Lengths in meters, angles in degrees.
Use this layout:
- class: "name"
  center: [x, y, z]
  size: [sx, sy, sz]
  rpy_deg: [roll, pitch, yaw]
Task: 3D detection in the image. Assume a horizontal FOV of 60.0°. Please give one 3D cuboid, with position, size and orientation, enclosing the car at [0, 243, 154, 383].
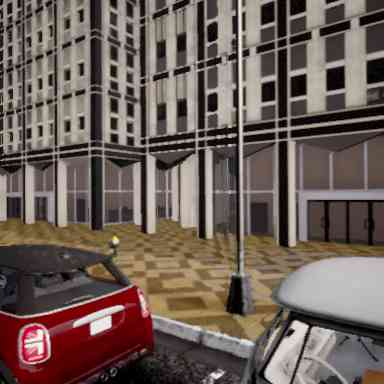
- class: "car"
  center: [-2.557, 1.461, 4.700]
  size: [4.097, 1.590, 1.967]
  rpy_deg: [0, 0, 35]

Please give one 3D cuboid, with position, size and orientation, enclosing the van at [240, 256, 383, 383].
- class: "van"
  center: [2.077, 1.337, 1.397]
  size: [3.998, 1.788, 1.690]
  rpy_deg: [0, 0, 35]
